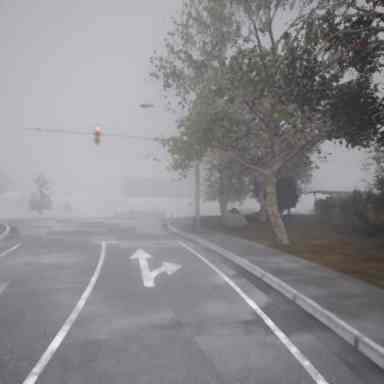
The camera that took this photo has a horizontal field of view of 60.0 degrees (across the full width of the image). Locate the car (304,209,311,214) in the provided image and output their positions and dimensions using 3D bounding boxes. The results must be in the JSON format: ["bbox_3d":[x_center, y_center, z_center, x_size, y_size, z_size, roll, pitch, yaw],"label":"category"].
[{"bbox_3d":[22.323,4.721,68.759,2.097,1.535,5.008,5,-9,-39],"label":"car"}]

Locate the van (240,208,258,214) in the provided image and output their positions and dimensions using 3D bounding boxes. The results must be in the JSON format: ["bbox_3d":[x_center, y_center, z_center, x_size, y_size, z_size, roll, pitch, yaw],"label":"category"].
[{"bbox_3d":[11.109,4.267,64.827,1.878,1.987,4.442,4,-9,-39],"label":"van"}]

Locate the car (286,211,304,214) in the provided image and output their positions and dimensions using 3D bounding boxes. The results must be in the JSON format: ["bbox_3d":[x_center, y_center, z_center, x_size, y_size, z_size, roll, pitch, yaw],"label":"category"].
[{"bbox_3d":[19.503,4.665,67.781,2.231,1.521,4.892,4,-8,-39],"label":"car"}]

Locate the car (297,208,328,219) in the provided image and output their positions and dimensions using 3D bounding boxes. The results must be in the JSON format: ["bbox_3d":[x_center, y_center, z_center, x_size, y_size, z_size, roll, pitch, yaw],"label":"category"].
[{"bbox_3d":[25.117,4.531,69.766,2.435,2.045,5.566,4,-8,-39],"label":"car"}]
